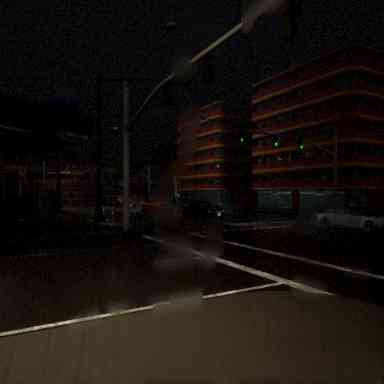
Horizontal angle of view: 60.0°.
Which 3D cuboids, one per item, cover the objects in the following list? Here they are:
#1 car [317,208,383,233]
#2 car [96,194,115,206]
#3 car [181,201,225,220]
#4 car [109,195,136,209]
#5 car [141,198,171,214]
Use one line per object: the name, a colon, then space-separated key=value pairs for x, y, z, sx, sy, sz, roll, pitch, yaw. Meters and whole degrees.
car: x=9.887 y=1.601 z=19.898 sx=1.895 sy=1.301 sz=4.718 roll=0 pitch=0 yaw=-30
car: x=-14.188 y=1.505 z=53.759 sx=1.837 sy=1.490 sz=4.892 roll=0 pitch=0 yaw=-30
car: x=0.879 y=1.491 z=28.045 sx=2.128 sy=1.511 sz=4.902 roll=0 pitch=0 yaw=-30
car: x=-9.079 y=1.492 z=44.988 sx=2.128 sy=1.511 sz=4.902 roll=0 pitch=0 yaw=-30
car: x=-3.988 y=1.478 z=36.323 sx=1.882 sy=1.535 sz=5.008 roll=0 pitch=0 yaw=-30
